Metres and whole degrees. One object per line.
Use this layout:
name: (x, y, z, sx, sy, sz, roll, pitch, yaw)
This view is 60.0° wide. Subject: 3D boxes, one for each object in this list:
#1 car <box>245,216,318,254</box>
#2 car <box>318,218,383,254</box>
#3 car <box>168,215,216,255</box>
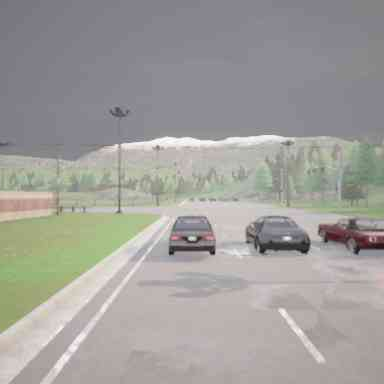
car: (3.510, 1.698, 14.253, 1.994, 1.385, 4.181, 0, 0, 0)
car: (7.008, 1.732, 14.075, 1.895, 1.301, 4.718, 0, 0, 0)
car: (0.007, 1.678, 13.961, 2.033, 1.411, 5.357, 0, -1, 0)
